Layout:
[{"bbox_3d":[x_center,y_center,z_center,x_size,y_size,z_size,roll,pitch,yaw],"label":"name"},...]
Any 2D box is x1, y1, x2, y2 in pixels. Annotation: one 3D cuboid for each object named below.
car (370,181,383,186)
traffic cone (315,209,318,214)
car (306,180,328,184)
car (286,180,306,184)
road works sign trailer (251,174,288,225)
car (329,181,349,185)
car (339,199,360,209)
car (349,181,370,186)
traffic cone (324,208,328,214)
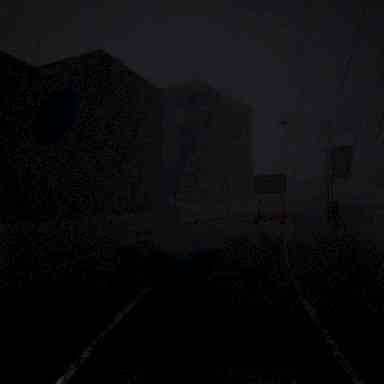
[{"bbox_3d":[45.458,-1.827,82.404,4.553,1.767,2.185,1,-5,-11],"label":"car"},{"bbox_3d":[13.174,2.015,35.352,0.340,0.580,0.340,-3,-2,31],"label":"traffic cone"},{"bbox_3d":[29.094,-2.027,79.515,4.892,1.521,2.231,1,-5,-8],"label":"car"},{"bbox_3d":[23.624,-2.096,78.775,4.892,1.521,2.231,1,-5,-8],"label":"car"},{"bbox_3d":[5.875,0.507,24.539,2.380,3.560,2.880,-2,-1,32],"label":"road works sign trailer"},{"bbox_3d":[34.577,-1.892,80.356,4.674,1.452,2.002,1,-5,-9],"label":"car"},{"bbox_3d":[22.741,1.813,48.699,4.674,1.442,1.812,0,-4,-35],"label":"car"},{"bbox_3d":[40.040,-1.822,81.321,5.008,1.535,2.097,1,-5,-10],"label":"car"},{"bbox_3d":[14.019,1.969,34.829,0.340,0.580,0.340,-3,-2,32],"label":"traffic cone"}]
